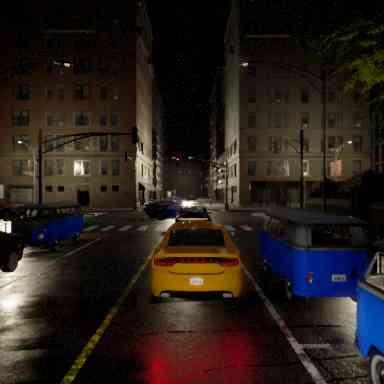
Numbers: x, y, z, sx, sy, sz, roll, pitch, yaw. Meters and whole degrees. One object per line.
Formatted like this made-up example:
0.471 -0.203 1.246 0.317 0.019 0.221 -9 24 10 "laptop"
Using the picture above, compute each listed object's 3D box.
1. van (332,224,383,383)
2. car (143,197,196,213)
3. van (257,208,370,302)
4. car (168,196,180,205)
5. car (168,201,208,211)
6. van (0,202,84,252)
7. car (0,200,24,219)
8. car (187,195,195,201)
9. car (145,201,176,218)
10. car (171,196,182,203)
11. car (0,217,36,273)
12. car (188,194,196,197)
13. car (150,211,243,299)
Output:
2.680 1.341 2.295 1.690 1.788 3.998 0 0 0 "van"
-1.767 1.470 28.989 4.902 1.511 2.128 0 0 -1 "car"
2.705 1.340 7.952 1.690 1.788 3.998 0 0 0 "van"
-3.123 1.461 59.101 1.882 1.535 5.008 0 0 0 "car"
0.075 1.486 17.959 2.128 1.511 4.902 0 0 0 "car"
-5.796 1.338 13.640 1.690 1.788 3.998 0 0 0 "van"
-17.585 1.474 28.849 5.008 1.535 1.882 0 0 -1 "car"
-0.313 1.584 89.208 1.895 1.301 4.718 0 0 -1 "car"
-0.970 1.572 25.747 4.718 1.301 1.895 0 0 -1 "car"
-3.141 1.523 69.690 2.033 1.411 5.357 0 0 -1 "car"
-5.822 1.544 7.980 1.887 1.381 4.507 0 0 0 "car"
-0.226 1.340 79.427 2.097 1.767 4.553 0 0 -1 "car"
0.114 1.477 8.540 1.882 1.535 5.008 0 0 1 "car"
